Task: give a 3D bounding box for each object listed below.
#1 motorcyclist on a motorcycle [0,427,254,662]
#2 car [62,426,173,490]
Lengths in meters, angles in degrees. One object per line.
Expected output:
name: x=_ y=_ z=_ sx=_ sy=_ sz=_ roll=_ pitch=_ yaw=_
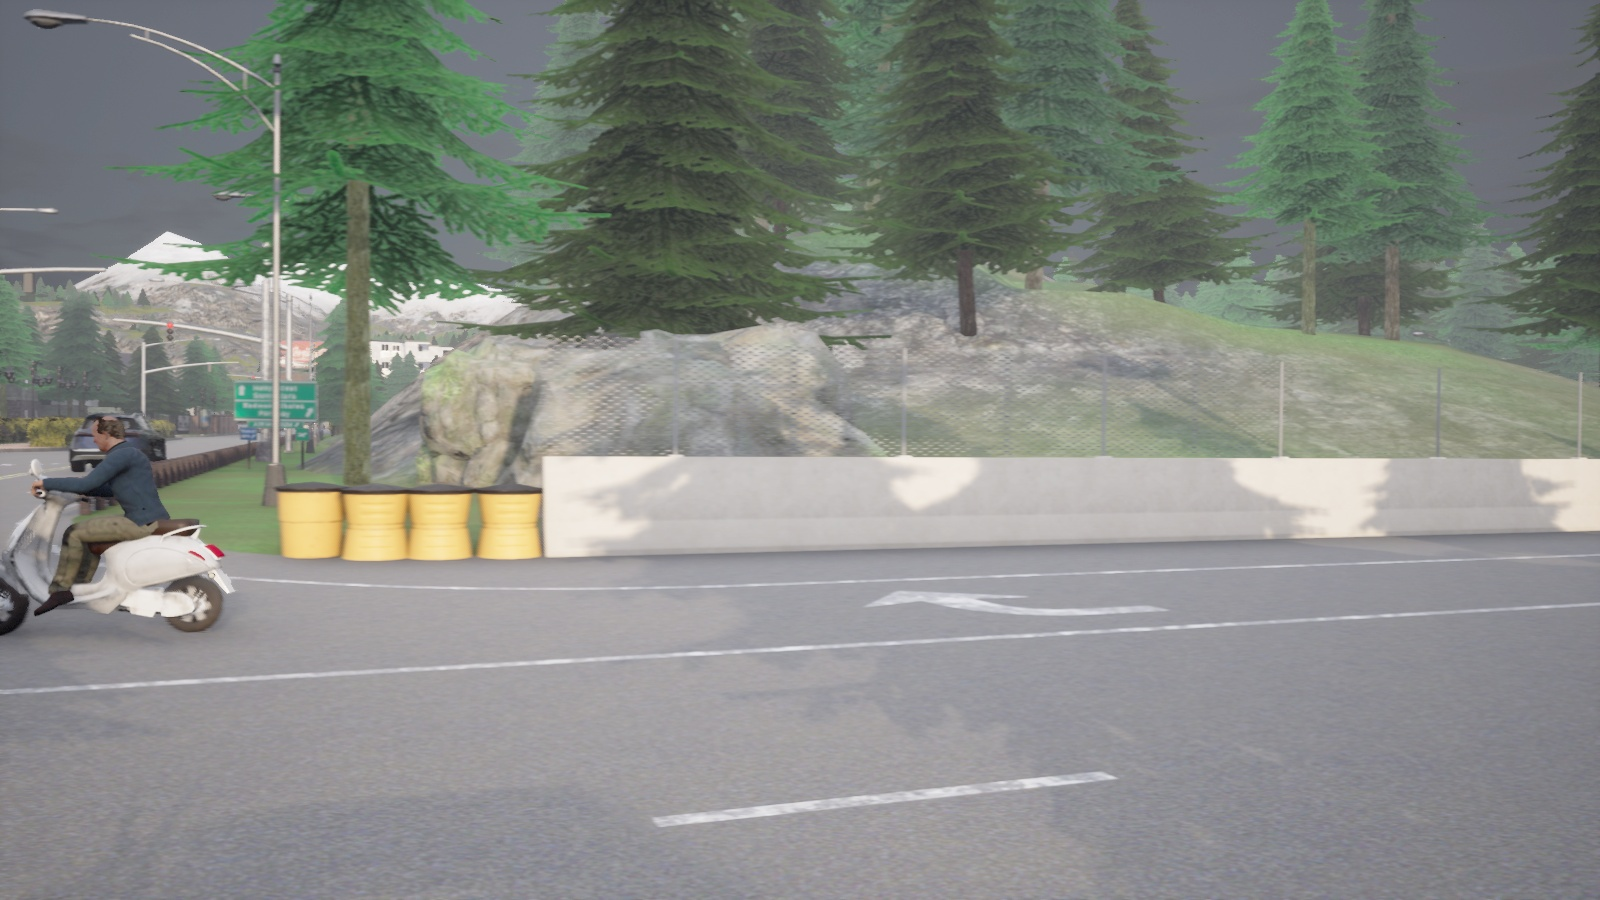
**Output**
motorcyclist on a motorcycle: x=-5.040 y=0.658 z=9.109 sx=1.817 sy=1.590 sz=0.866 roll=-1 pitch=-2 yaw=-9
car: x=-19.037 y=0.165 z=35.246 sx=2.033 sy=1.649 sz=4.856 roll=-1 pitch=1 yaw=-20
